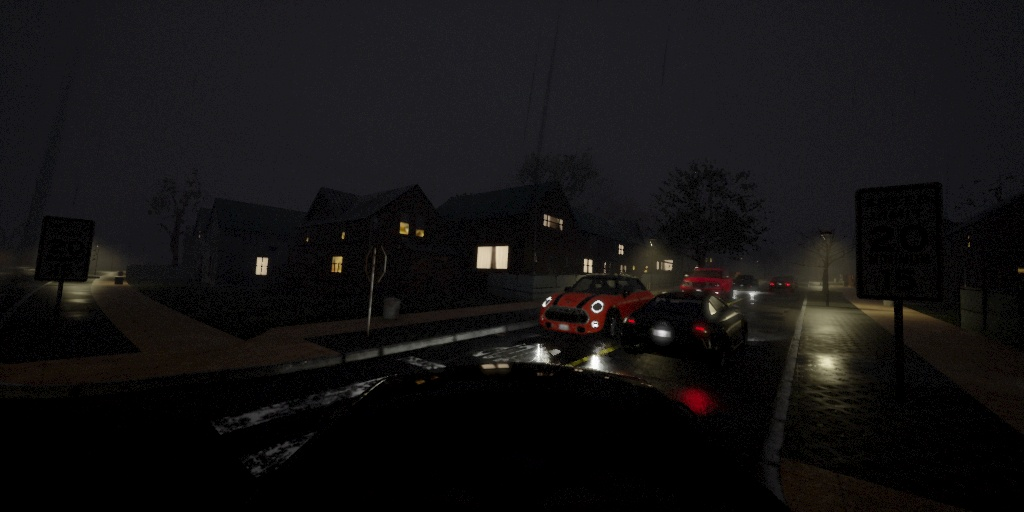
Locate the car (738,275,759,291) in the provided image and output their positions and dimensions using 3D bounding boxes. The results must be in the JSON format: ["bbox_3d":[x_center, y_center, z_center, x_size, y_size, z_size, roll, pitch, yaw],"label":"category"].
[{"bbox_3d":[23.012,2.616,35.320,1.837,1.490,4.892,0,-3,40],"label":"car"}]

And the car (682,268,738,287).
[{"bbox_3d":[12.627,1.786,23.016,2.150,2.045,5.566,0,-3,40],"label":"car"}]

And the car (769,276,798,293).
[{"bbox_3d":[25.735,2.673,34.151,2.033,1.411,5.357,0,-2,40],"label":"car"}]

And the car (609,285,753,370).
[{"bbox_3d":[4.208,1.545,8.515,1.994,1.385,4.181,0,-2,40],"label":"car"}]

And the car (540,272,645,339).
[{"bbox_3d":[2.831,1.389,11.313,2.097,1.767,4.553,0,-2,40],"label":"car"}]
